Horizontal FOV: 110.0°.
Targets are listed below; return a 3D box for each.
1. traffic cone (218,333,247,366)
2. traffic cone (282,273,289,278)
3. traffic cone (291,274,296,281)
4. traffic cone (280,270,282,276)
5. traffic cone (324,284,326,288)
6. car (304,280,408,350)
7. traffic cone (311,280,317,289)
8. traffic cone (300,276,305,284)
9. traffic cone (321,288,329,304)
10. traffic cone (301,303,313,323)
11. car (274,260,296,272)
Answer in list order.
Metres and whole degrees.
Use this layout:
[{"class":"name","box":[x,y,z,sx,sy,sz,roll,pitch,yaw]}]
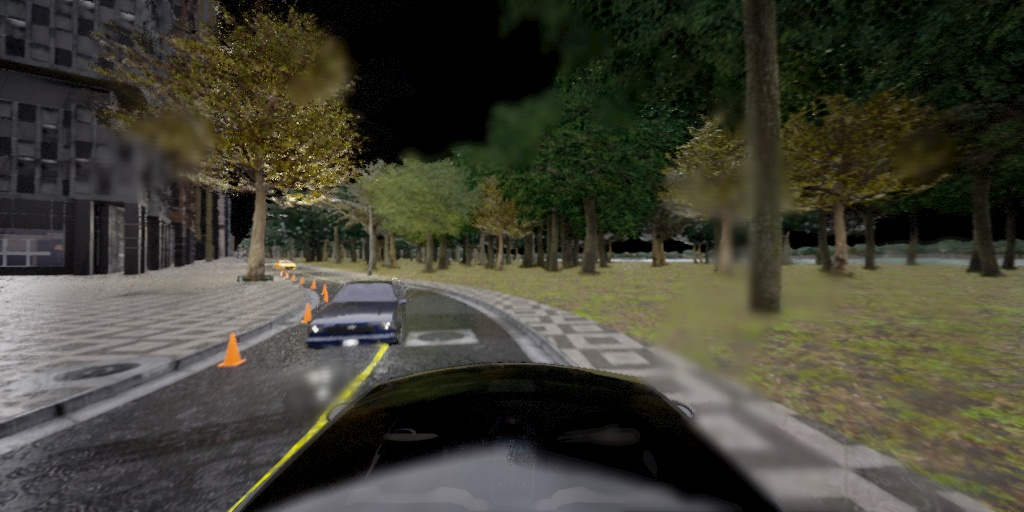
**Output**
[{"class":"traffic cone","box":[-5.390,1.776,6.922,0.340,0.580,0.340,0,0,-10]},{"class":"traffic cone","box":[-22.326,1.880,35.576,0.340,0.580,0.340,0,0,-38]},{"class":"traffic cone","box":[-19.256,1.880,31.629,0.340,0.580,0.340,0,0,-38]},{"class":"traffic cone","box":[-25.396,1.878,39.525,0.340,0.580,0.340,0,0,-38]},{"class":"traffic cone","box":[-10.382,1.841,19.890,0.340,0.580,0.340,0,0,-32]},{"class":"car","box":[-3.854,1.375,9.787,2.033,1.411,5.357,0,0,-14]},{"class":"traffic cone","box":[-13.117,1.857,23.733,0.340,0.580,0.340,0,0,-38]},{"class":"traffic cone","box":[-16.186,1.870,27.681,0.340,0.580,0.340,0,0,-38]},{"class":"traffic cone","box":[-8.175,1.820,15.790,0.340,0.580,0.340,0,0,-25]},{"class":"traffic cone","box":[-6.503,1.798,11.443,0.340,0.580,0.340,0,0,-17]},{"class":"car","box":[-32.223,1.368,50.833,5.008,1.535,1.882,0,0,45]}]
